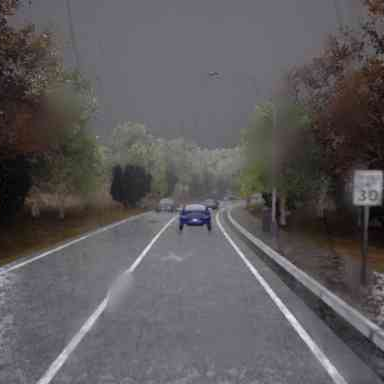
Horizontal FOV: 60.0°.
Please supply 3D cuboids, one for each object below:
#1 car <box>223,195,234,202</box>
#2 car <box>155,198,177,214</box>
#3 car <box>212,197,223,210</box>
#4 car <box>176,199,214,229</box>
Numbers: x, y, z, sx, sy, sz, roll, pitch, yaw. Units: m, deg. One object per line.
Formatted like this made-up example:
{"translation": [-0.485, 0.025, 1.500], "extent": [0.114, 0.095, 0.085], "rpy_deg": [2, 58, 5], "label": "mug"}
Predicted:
{"translation": [8.005, 1.394, 73.580], "extent": [2.128, 1.511, 4.902], "rpy_deg": [2, 0, 22], "label": "car"}
{"translation": [-2.534, 1.427, 34.474], "extent": [1.837, 1.490, 4.892], "rpy_deg": [0, 0, 7], "label": "car"}
{"translation": [2.437, 1.523, 42.852], "extent": [1.994, 1.385, 4.181], "rpy_deg": [1, 0, 10], "label": "car"}
{"translation": [0.232, 1.441, 21.330], "extent": [1.882, 1.535, 5.008], "rpy_deg": [0, 0, 1], "label": "car"}
